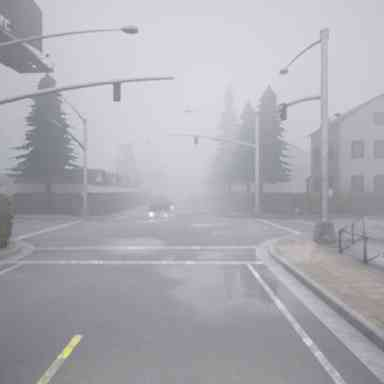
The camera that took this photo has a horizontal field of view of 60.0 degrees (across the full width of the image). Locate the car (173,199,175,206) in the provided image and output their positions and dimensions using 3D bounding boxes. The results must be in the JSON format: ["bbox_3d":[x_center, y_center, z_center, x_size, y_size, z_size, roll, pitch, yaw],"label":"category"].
[{"bbox_3d":[-3.659,1.432,50.675,1.812,1.442,4.674,0,1,0],"label":"car"}]

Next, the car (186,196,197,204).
[{"bbox_3d":[-0.102,1.380,59.594,2.128,1.511,4.902,0,0,0],"label":"car"}]

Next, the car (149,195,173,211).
[{"bbox_3d":[-3.655,1.280,38.379,2.097,1.767,4.553,0,0,0],"label":"car"}]
